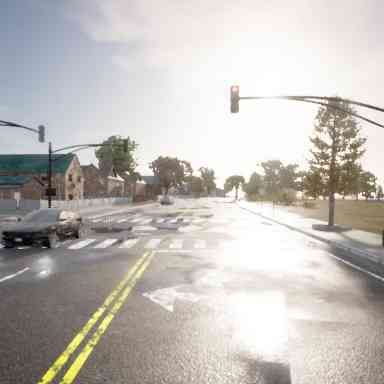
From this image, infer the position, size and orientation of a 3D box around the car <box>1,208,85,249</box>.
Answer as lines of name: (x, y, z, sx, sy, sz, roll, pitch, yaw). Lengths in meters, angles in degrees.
car: (-6.368, 1.495, 14.778, 1.882, 1.535, 5.008, 0, 0, 1)

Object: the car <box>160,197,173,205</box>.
car: (-4.557, 1.638, 59.339, 1.837, 1.490, 4.892, 0, 0, 4)
